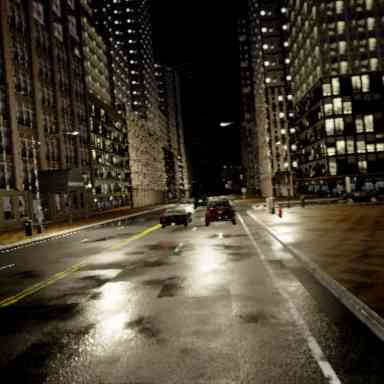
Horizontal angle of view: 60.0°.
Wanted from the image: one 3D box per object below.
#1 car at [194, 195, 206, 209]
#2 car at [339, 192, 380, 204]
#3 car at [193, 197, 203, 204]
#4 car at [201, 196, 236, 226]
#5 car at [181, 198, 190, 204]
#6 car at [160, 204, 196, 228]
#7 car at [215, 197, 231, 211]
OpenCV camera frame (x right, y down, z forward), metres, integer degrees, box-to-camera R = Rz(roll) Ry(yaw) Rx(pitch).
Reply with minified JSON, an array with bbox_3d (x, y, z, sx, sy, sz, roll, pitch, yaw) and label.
[{"bbox_3d":[1.462,1.485,50.694,2.150,2.045,5.566,-5,0,6],"label":"car"},{"bbox_3d":[19.407,0.622,38.621,4.403,1.369,2.008,-4,0,5],"label":"car"},{"bbox_3d":[1.531,2.063,84.537,1.882,1.535,5.008,-5,0,6],"label":"car"},{"bbox_3d":[2.078,1.390,24.326,2.097,1.767,4.553,-5,0,6],"label":"car"},{"bbox_3d":[-1.688,2.381,84.860,2.033,1.411,5.357,-5,0,6],"label":"car"},{"bbox_3d":[-1.088,1.894,25.000,1.895,1.301,4.718,-5,0,6],"label":"car"},{"bbox_3d":[4.178,1.566,44.969,1.882,1.535,5.008,-4,1,6],"label":"car"}]
